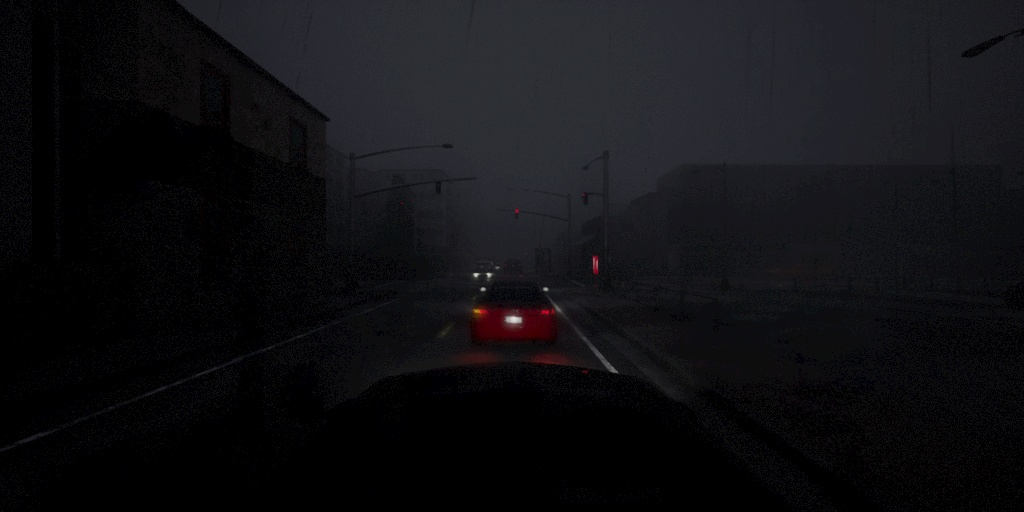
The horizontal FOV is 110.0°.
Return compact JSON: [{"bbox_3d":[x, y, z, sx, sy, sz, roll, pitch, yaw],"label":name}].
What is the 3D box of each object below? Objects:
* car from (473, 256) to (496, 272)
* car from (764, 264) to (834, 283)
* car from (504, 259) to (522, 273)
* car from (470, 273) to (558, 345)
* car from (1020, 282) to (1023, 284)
[{"bbox_3d":[-3.583,0.957,45.302,2.150,2.045,5.566,0,0,0],"label":"car"},{"bbox_3d":[23.599,1.394,29.596,5.008,1.535,1.882,0,0,0],"label":"car"},{"bbox_3d":[0.108,1.087,41.763,2.097,1.767,4.553,0,0,0],"label":"car"},{"bbox_3d":[0.064,1.311,9.508,1.994,1.385,4.181,0,0,0],"label":"car"},{"bbox_3d":[45.957,1.394,29.566,5.008,1.535,1.882,0,0,0],"label":"car"}]
